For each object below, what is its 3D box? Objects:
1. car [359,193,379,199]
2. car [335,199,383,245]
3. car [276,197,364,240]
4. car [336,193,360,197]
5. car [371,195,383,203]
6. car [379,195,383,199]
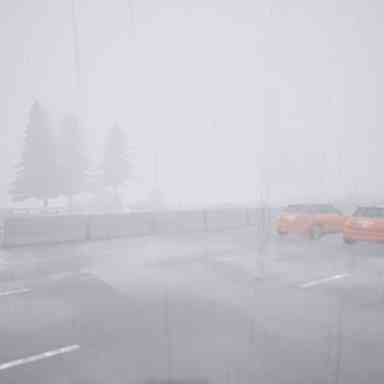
[{"bbox_3d":[27.436,1.261,49.438,4.553,1.767,2.097,0,0,-35],"label":"car"},{"bbox_3d":[8.444,1.325,14.094,4.553,1.767,2.097,0,0,-35],"label":"car"},{"bbox_3d":[6.423,1.326,16.952,4.553,1.767,2.097,0,0,-35],"label":"car"},{"bbox_3d":[25.811,1.130,52.567,5.566,2.045,2.150,0,0,-35],"label":"car"},{"bbox_3d":[37.403,1.404,65.050,4.902,1.511,2.128,0,0,-34],"label":"car"},{"bbox_3d":[28.699,1.132,46.047,5.566,2.045,2.150,0,0,-35],"label":"car"}]
